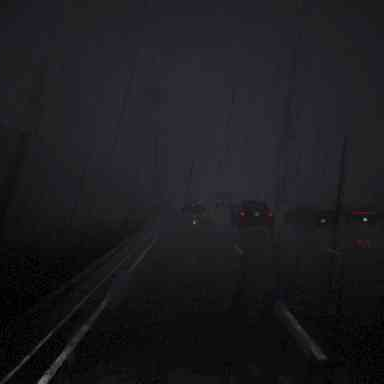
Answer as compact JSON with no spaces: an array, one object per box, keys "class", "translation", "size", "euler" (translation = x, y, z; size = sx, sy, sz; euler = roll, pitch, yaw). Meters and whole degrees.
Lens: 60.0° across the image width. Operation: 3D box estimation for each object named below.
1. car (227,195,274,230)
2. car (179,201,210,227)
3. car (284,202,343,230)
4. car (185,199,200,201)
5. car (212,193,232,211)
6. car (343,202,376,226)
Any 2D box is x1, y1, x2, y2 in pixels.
[{"class":"car","translation":[3.663,1.296,20.892],"size":[2.097,1.767,4.553],"euler":[0,0,0]},{"class":"car","translation":[0.165,1.541,22.227],"size":[1.895,1.301,4.718],"euler":[0,0,0]},{"class":"car","translation":[7.165,1.422,20.616],"size":[1.882,1.535,5.008],"euler":[0,0,0]},{"class":"car","translation":[0.090,1.457,39.651],"size":[1.994,1.385,4.181],"euler":[0,0,0]},{"class":"car","translation":[3.597,1.118,38.257],"size":[2.150,2.045,5.566],"euler":[0,0,0]},{"class":"car","translation":[10.661,1.443,22.880],"size":[1.837,1.490,4.892],"euler":[0,0,0]}]
